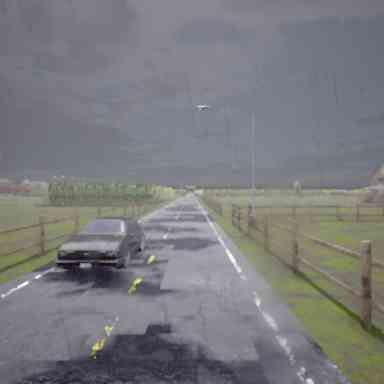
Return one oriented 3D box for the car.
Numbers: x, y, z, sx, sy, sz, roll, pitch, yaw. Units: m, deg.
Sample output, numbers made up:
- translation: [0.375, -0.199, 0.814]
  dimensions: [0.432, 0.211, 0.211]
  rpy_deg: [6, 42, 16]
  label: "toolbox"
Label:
- translation: [-2.812, 1.580, 11.501]
  dimensions: [2.033, 1.411, 5.357]
  rpy_deg: [0, 0, 0]
  label: "car"
